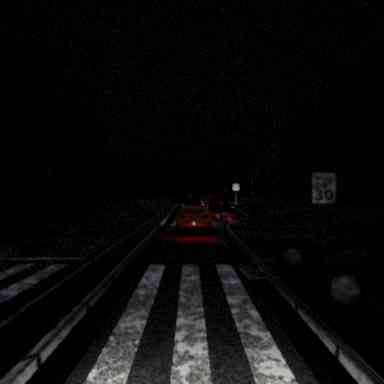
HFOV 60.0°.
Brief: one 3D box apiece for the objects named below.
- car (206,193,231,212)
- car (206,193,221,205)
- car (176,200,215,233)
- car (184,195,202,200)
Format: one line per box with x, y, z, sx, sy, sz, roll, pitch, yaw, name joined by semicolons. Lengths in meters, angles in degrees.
2.918;1.127;35.356;2.097;1.767;4.553;0;2;0;car
2.953;0.932;46.579;1.882;1.535;5.008;0;2;1;car
0.096;1.466;19.659;1.882;1.535;5.008;0;0;0;car
0.092;1.121;40.913;1.837;1.490;4.892;0;2;0;car
